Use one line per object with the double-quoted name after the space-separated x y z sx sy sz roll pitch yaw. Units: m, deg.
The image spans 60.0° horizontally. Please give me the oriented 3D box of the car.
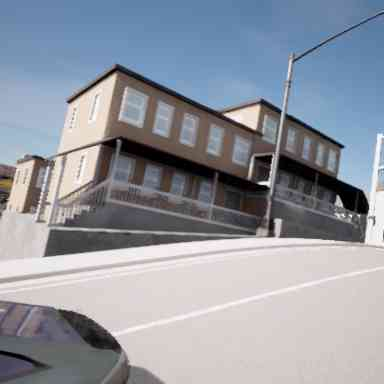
-2.488 1.561 2.201 4.181 1.385 1.994 0 0 -36 "car"
